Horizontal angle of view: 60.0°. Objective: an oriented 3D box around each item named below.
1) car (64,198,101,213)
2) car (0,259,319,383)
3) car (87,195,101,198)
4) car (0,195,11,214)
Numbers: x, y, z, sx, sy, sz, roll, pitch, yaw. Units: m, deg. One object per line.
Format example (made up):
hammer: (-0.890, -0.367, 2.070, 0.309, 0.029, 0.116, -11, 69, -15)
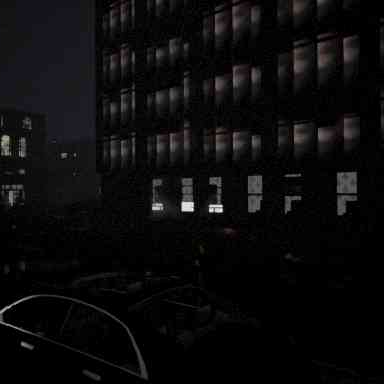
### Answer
car: (-12.191, 1.683, 37.295, 1.802, 1.307, 4.206, -1, -1, 36)
car: (-0.982, 1.551, 3.579, 4.403, 1.369, 2.008, 0, 0, 35)
car: (-13.231, 1.387, 45.691, 2.150, 2.045, 5.566, 0, -1, 36)
car: (-21.699, 1.315, 34.205, 2.150, 2.045, 5.566, 0, -1, 36)
